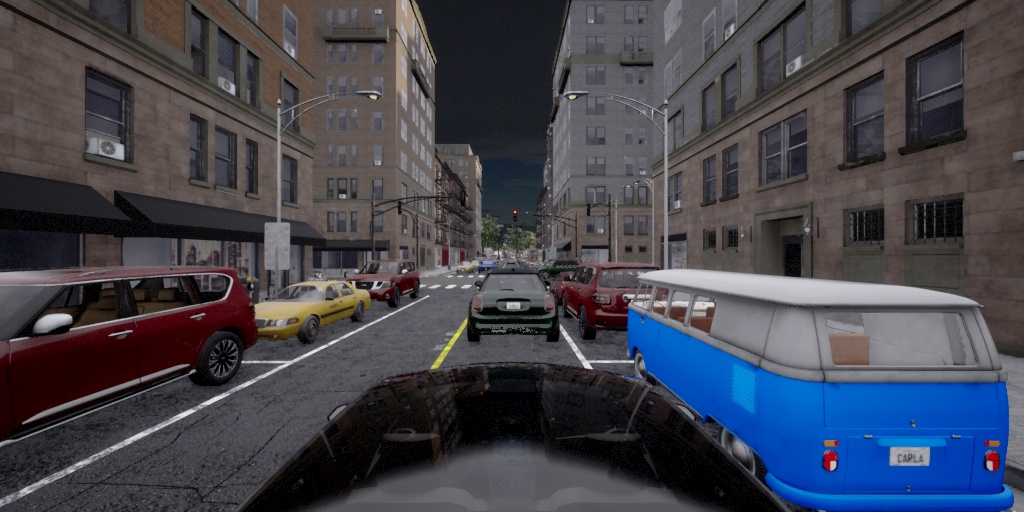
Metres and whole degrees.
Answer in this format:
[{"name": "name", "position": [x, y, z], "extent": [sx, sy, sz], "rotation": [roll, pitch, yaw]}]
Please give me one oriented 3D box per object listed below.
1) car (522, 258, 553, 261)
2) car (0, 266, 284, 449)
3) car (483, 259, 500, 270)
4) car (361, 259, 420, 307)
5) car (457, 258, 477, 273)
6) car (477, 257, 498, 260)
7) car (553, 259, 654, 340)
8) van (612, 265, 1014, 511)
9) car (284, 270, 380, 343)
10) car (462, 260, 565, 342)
[{"name": "car", "position": [3.552, 1.078, 29.542], "extent": [4.553, 1.767, 2.097], "rotation": [0, 0, -17]}, {"name": "car", "position": [-5.403, 1.065, 4.212], "extent": [2.192, 1.841, 5.009], "rotation": [0, 0, 0]}, {"name": "car", "position": [-2.949, 1.241, 52.791], "extent": [2.128, 1.511, 4.902], "rotation": [0, 0, 0]}, {"name": "car", "position": [-5.429, 1.064, 15.568], "extent": [2.192, 1.841, 5.009], "rotation": [0, 0, 0]}, {"name": "car", "position": [-5.501, 1.274, 42.405], "extent": [1.751, 1.417, 4.829], "rotation": [0, 0, 0]}, {"name": "car", "position": [-2.930, 1.227, 42.824], "extent": [1.882, 1.535, 5.008], "rotation": [0, 0, 0]}, {"name": "car", "position": [2.621, 1.065, 9.905], "extent": [2.192, 1.841, 5.009], "rotation": [0, 0, 0]}, {"name": "van", "position": [2.633, 1.091, 4.226], "extent": [1.690, 1.789, 3.998], "rotation": [0, 0, 0]}, {"name": "car", "position": [-5.416, 1.275, 9.719], "extent": [1.751, 1.417, 4.829], "rotation": [0, 0, 0]}, {"name": "car", "position": [0.017, 1.102, 9.940], "extent": [2.097, 1.767, 4.553], "rotation": [0, 0, 0]}]
